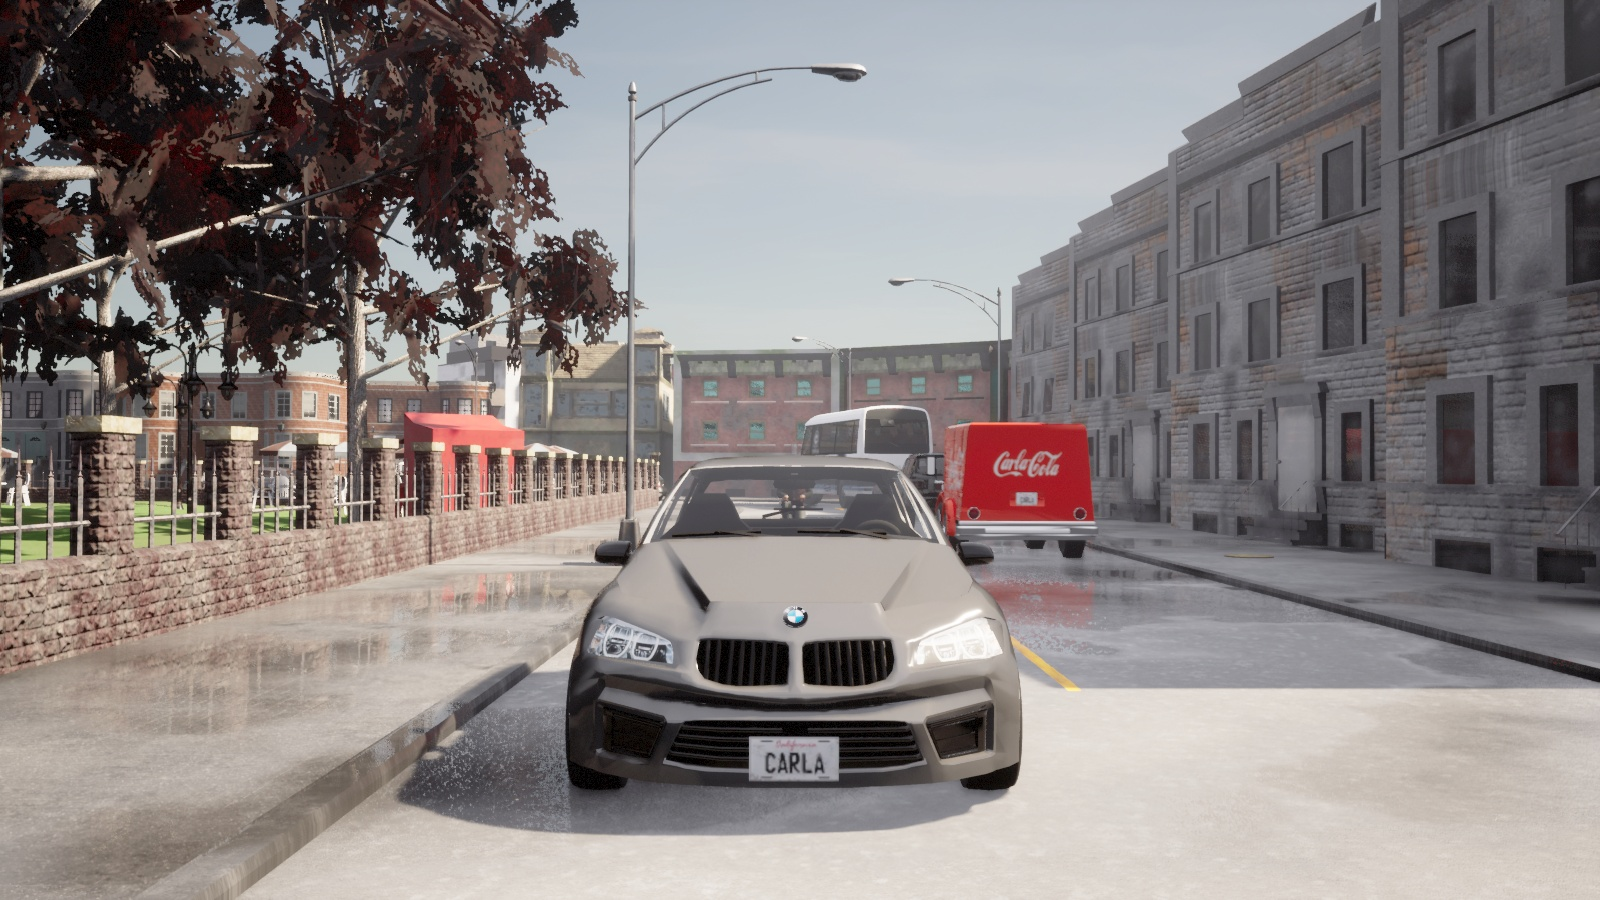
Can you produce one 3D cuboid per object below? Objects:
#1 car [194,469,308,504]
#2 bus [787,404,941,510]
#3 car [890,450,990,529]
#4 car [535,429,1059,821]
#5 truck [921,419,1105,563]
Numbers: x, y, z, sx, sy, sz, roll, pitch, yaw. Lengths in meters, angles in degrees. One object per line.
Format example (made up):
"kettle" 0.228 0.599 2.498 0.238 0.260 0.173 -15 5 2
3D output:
"car" -26.865 1.798 61.614 4.611 1.667 2.242 0 -1 0
"bus" 2.570 0.366 55.959 3.944 4.253 10.273 0 -1 -15
"car" 3.846 1.109 35.579 2.150 2.045 5.566 0 -2 -1
"car" -0.032 0.788 7.699 2.242 1.667 4.611 0 -1 0
"truck" 3.895 0.724 24.136 2.627 2.467 5.204 0 0 0
